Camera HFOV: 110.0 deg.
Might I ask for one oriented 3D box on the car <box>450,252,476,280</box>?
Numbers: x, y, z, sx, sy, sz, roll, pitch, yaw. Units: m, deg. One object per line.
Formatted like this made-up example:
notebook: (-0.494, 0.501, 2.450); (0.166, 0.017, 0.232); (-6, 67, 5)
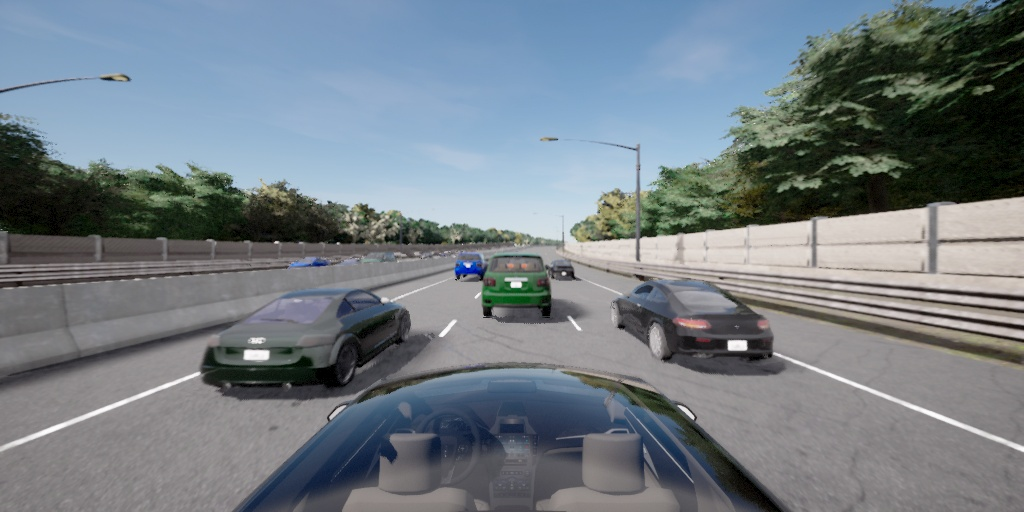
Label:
car: (-3.072, 0.772, 28.271); (2.150, 2.045, 5.566); (0, 1, 1)

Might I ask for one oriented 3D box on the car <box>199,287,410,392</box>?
car: (-3.402, 1.278, 6.818); (1.994, 1.385, 4.181); (0, 0, 1)

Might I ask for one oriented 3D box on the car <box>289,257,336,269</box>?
car: (-20.540, 0.921, 36.617); (1.882, 1.535, 5.008); (0, 1, 2)

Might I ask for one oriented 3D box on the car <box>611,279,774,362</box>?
car: (3.611, 1.232, 8.003); (1.812, 1.442, 4.674); (0, 1, 1)

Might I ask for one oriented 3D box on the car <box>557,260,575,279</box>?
car: (3.957, 1.046, 29.336); (1.837, 1.490, 4.892); (0, 1, 1)

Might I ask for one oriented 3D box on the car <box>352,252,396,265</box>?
car: (-13.555, 0.671, 36.225); (2.150, 2.045, 5.566); (0, 1, 2)

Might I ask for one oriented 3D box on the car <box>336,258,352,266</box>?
car: (-16.983, 0.960, 38.523); (2.033, 1.411, 5.357); (0, 1, 2)

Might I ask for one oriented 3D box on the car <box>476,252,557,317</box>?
car: (0.176, 0.892, 12.873); (2.150, 2.045, 5.566); (0, 0, 1)
